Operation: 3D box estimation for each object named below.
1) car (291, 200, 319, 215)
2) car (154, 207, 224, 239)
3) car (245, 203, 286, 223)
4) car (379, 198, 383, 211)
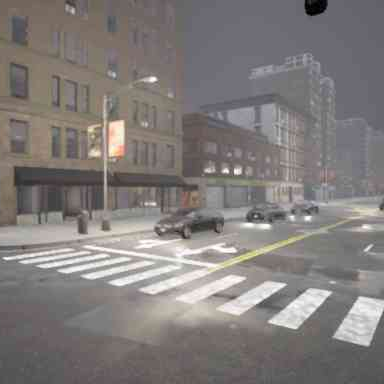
[{"bbox_3d":[11.631,1.534,34.104,1.812,1.442,4.674,0,0,35],"label":"car"},{"bbox_3d":[0.007,1.536,17.624,1.812,1.442,4.674,0,0,37],"label":"car"},{"bbox_3d":[5.775,1.573,25.807,1.994,1.385,4.181,0,0,35],"label":"car"},{"bbox_3d":[23.832,1.353,39.825,2.097,1.767,4.553,0,0,35],"label":"car"}]
